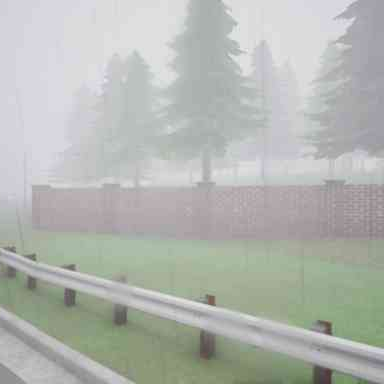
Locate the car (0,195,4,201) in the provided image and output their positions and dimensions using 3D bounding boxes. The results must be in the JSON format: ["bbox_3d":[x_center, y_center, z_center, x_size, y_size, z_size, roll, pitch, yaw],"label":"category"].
[{"bbox_3d":[-44.535,1.755,75.327,1.994,1.385,4.181,0,0,-23],"label":"car"}]
